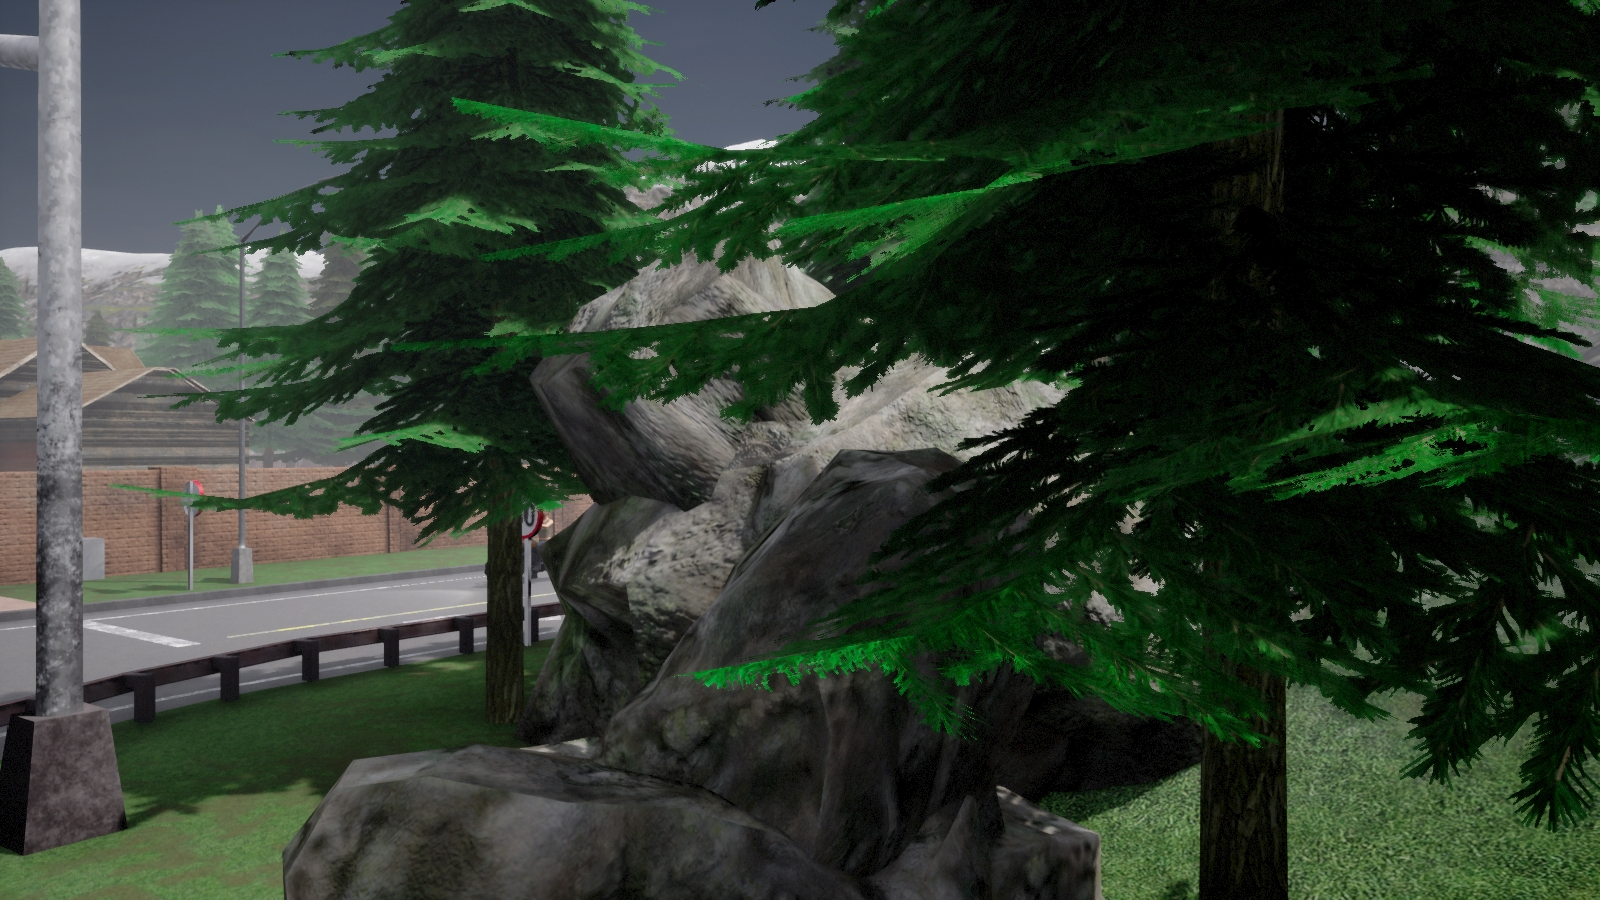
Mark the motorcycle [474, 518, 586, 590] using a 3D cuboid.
[{"bbox_3d":[-5.636,2.150,24.014,0.764,1.277,2.356,0,0,36],"label":"motorcycle"}]
